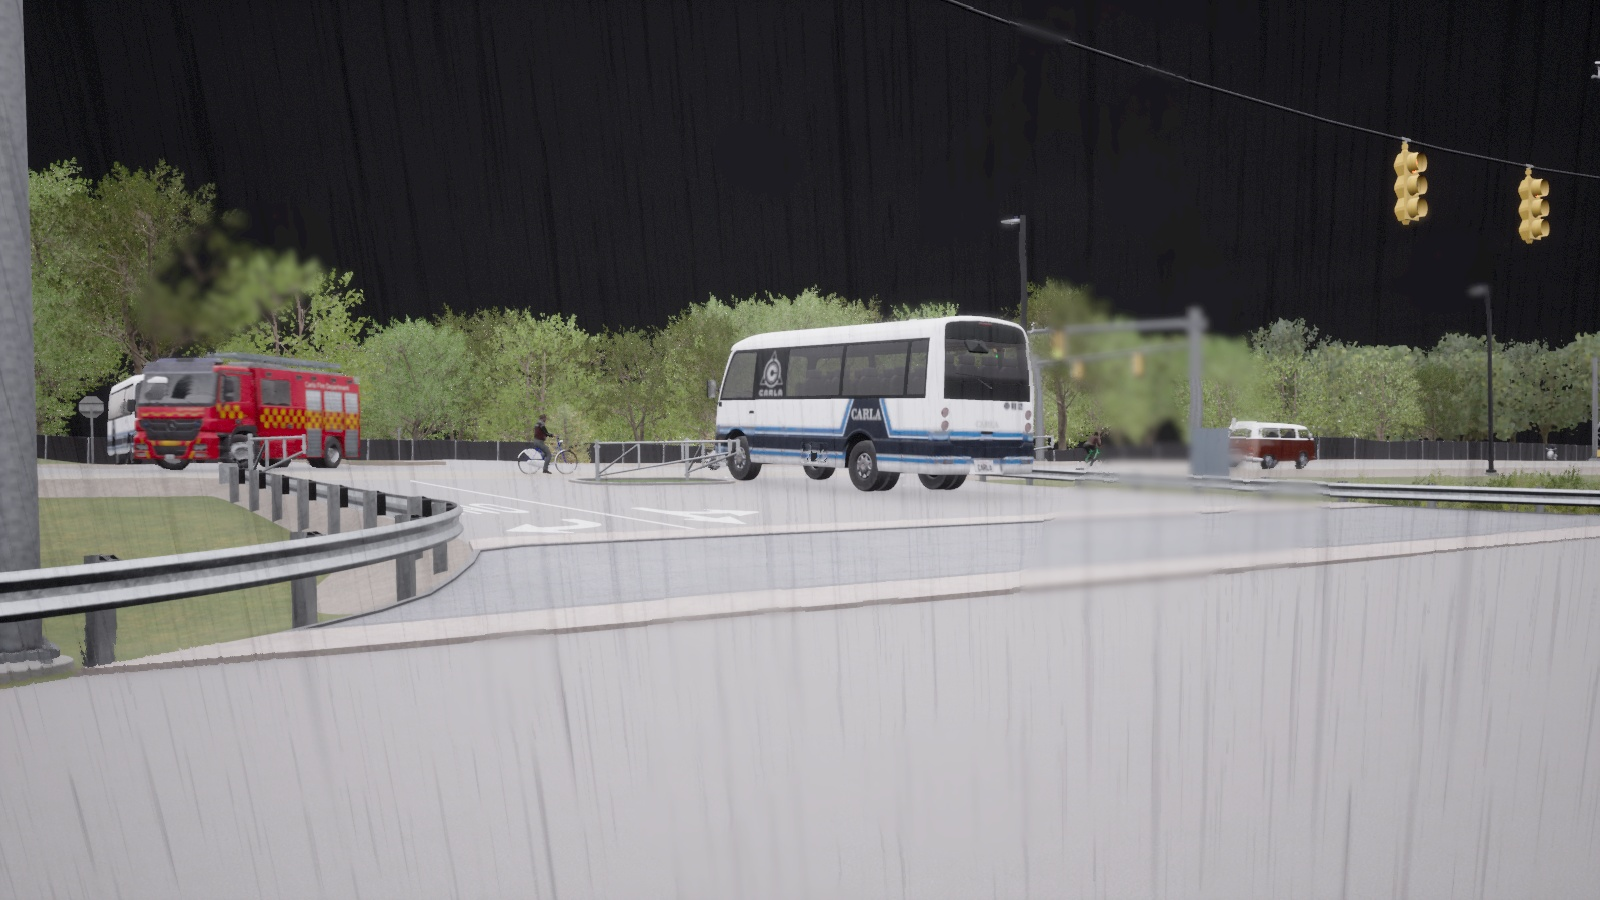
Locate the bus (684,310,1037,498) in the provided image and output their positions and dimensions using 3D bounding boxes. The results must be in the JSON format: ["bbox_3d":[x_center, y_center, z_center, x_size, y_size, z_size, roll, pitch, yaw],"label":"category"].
[{"bbox_3d":[1.187,-1.168,33.830,3.944,4.253,10.273,0,1,-35],"label":"bus"}]

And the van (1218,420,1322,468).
[{"bbox_3d":[20.648,-0.255,55.116,4.480,2.038,2.069,0,0,-34],"label":"van"}]

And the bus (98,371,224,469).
[{"bbox_3d":[-30.972,-1.287,60.582,3.944,4.253,10.273,-1,-1,-35],"label":"bus"}]

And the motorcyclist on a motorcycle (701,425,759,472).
[{"bbox_3d":[-2.434,-0.044,43.742,1.817,1.590,0.866,1,-1,-34],"label":"motorcyclist on a motorcycle"}]

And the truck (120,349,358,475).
[{"bbox_3d":[-18.655,-1.172,42.552,2.891,3.827,8.468,0,0,13],"label":"truck"}]

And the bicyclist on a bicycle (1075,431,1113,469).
[{"bbox_3d":[12.629,-0.009,53.920,1.656,1.620,0.582,0,0,-34],"label":"bicyclist on a bicycle"}]

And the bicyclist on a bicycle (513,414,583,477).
[{"bbox_3d":[-7.273,-0.128,36.229,1.843,1.776,0.659,0,2,-34],"label":"bicyclist on a bicycle"}]
